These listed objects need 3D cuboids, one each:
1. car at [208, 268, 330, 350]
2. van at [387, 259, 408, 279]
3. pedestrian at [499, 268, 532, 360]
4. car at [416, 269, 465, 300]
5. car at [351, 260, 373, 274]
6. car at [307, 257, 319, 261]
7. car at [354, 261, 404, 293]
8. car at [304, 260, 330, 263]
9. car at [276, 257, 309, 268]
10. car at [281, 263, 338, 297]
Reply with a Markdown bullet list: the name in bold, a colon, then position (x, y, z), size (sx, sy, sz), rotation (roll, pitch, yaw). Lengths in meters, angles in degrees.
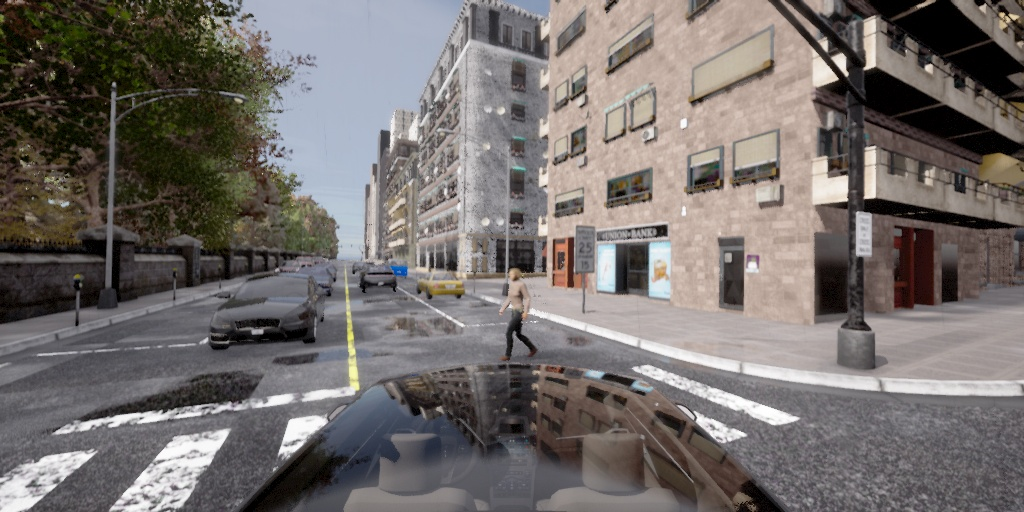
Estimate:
- **car**: position (-5.886, 1.215, 9.113), size (1.837, 1.490, 4.892), rotation (1, -1, -24)
- **van**: position (-10.732, 1.188, 33.189), size (1.690, 1.789, 3.998), rotation (0, 0, -25)
- **pedestrian**: position (0.066, 1.079, 6.936), size (0.375, 1.860, 0.375), rotation (2, -1, -25)
- **car**: position (-3.770, 1.349, 18.289), size (1.751, 1.417, 4.829), rotation (0, 0, -25)
- **car**: position (-17.556, 1.365, 41.644), size (2.033, 1.411, 5.357), rotation (1, -1, -25)
- **car**: position (-23.013, 1.028, 39.675), size (2.192, 1.841, 5.009), rotation (0, 0, -25)
- **car**: position (-8.020, 1.275, 21.294), size (2.128, 1.511, 4.902), rotation (1, -1, -25)
- **car**: position (-14.818, 1.287, 28.305), size (2.033, 1.411, 5.357), rotation (1, -1, -25)
- **car**: position (-18.322, 1.136, 29.640), size (1.967, 1.591, 4.097), rotation (0, 0, -25)
- **car**: position (-10.307, 1.272, 18.638), size (2.033, 1.411, 5.357), rotation (1, -1, -25)
